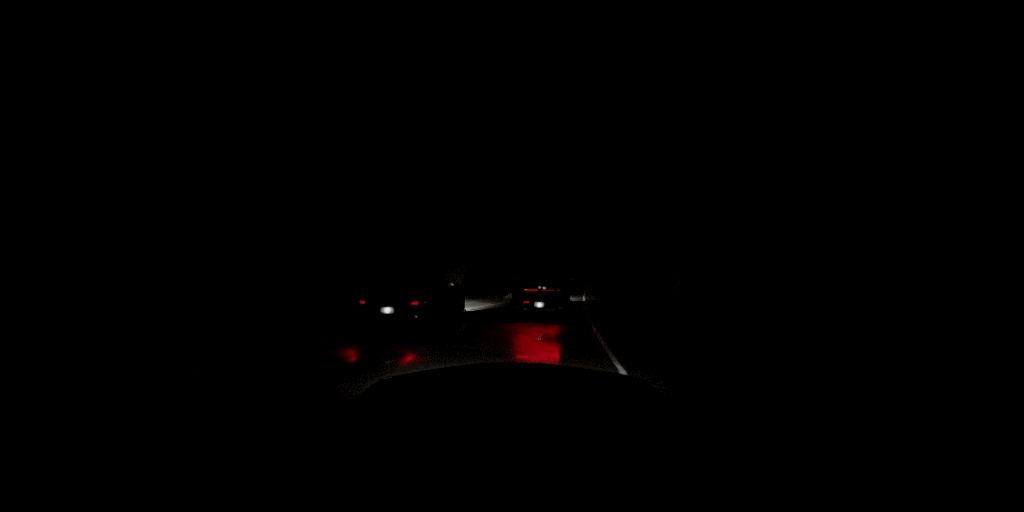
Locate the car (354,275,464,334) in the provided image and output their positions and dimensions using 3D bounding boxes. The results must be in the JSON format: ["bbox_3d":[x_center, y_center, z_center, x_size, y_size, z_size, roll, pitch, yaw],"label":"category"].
[{"bbox_3d":[-2.718,1.223,10.382,1.994,1.385,4.181,0,0,6],"label":"car"}]

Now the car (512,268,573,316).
[{"bbox_3d":[1.158,1.174,12.991,1.837,1.490,4.892,0,0,8],"label":"car"}]
